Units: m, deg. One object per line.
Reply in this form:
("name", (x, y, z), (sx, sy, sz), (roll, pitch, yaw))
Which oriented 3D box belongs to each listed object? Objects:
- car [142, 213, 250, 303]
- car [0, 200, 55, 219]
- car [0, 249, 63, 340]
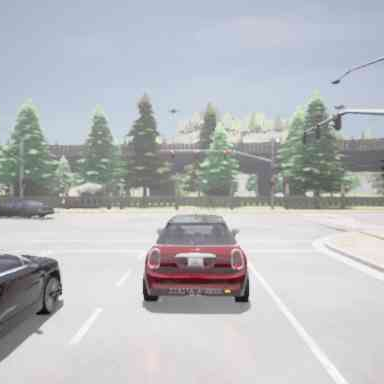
("car", (0.143, 1.316, 8.330), (2.097, 1.767, 4.553), (0, 0, 2))
("car", (-13.696, 1.378, 26.472), (5.357, 1.411, 2.033), (0, 0, 14))
("car", (-3.435, 1.472, 4.578), (2.128, 1.511, 4.902), (0, 0, 0))
